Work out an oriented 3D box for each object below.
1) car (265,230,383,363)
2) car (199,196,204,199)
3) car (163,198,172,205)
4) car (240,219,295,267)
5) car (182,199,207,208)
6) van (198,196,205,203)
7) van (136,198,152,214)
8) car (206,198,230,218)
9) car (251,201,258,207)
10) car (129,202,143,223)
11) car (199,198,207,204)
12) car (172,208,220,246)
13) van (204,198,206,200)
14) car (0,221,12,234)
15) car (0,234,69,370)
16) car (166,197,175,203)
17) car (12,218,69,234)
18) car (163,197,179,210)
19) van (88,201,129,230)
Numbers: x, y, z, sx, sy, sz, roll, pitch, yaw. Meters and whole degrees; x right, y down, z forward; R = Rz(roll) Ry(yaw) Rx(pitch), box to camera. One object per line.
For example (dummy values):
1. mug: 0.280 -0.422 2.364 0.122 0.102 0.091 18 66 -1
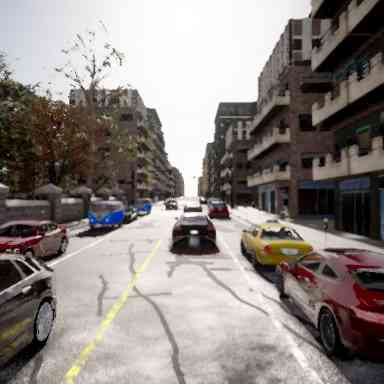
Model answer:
1. car: 2.700 1.628 5.814 1.802 1.307 4.206 1 0 0
2. car: 2.681 2.170 76.899 1.947 1.339 4.313 1 0 0
3. car: -5.698 2.128 76.727 1.752 1.417 4.829 1 0 0
4. car: 2.699 1.616 11.508 1.752 1.417 4.829 1 0 0
5. car: 0.090 1.749 32.803 2.128 1.511 4.902 0 0 0
6. van: 2.681 2.080 93.828 1.690 1.788 3.998 1 0 0
7. van: -5.651 1.647 38.955 1.690 1.788 3.998 1 0 0
8. car: 2.664 1.702 33.431 1.967 1.590 4.097 1 0 0
9. car: 13.623 2.109 65.087 4.097 1.590 1.967 0 -2 1
10. car: -5.669 1.785 27.906 1.947 1.339 4.313 1 0 0
11. car: 2.680 2.200 82.542 2.008 1.369 4.403 1 0 0
12. car: 0.093 1.690 16.072 1.994 1.385 4.181 0 0 0
13. van: 2.662 1.647 38.955 1.690 1.788 3.998 1 0 0
14. car: -5.675 1.362 5.814 2.192 1.841 5.009 1 0 0
15. car: -3.102 1.534 3.588 1.837 1.490 4.892 0 0 0
16. car: -5.700 2.134 88.183 1.967 1.590 4.097 1 0 0
17. car: -5.681 1.634 11.336 1.887 1.381 4.507 1 0 0
18. car: -3.015 1.943 50.431 1.837 1.490 4.892 0 0 0
19. van: -5.689 1.517 22.384 1.690 1.788 3.998 1 0 0
